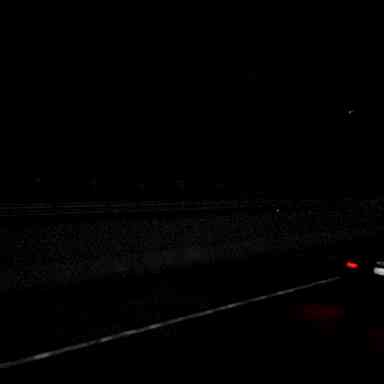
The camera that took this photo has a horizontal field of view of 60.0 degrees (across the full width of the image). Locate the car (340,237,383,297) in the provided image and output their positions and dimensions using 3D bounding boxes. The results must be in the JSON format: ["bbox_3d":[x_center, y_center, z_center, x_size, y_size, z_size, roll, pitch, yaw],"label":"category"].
[{"bbox_3d":[5.623,1.548,7.697,5.357,1.411,2.033,0,0,-35],"label":"car"}]

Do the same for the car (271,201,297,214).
[{"bbox_3d":[9.597,1.557,31.927,4.181,1.385,1.994,0,0,-34],"label":"car"}]

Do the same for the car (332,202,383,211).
[{"bbox_3d":[13.317,1.523,25.995,4.674,1.442,1.812,0,0,-34],"label":"car"}]

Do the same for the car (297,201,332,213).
[{"bbox_3d":[11.511,1.559,28.996,4.181,1.385,1.994,0,0,-34],"label":"car"}]
